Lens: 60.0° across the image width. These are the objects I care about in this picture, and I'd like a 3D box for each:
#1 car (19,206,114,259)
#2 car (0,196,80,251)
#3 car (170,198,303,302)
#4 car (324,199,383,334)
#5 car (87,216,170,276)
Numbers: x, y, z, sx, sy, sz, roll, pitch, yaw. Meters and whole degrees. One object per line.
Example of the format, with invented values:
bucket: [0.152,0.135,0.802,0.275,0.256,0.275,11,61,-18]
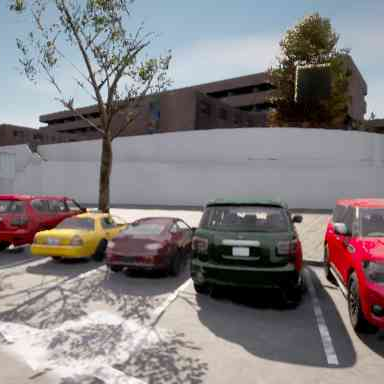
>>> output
car: [-3.322,1.438,12.005,1.946,1.575,5.366,0,-1,15]
car: [-5.821,1.189,13.579,2.435,2.045,5.566,0,-1,15]
car: [1.555,1.185,8.398,2.435,2.045,5.566,0,-1,15]
car: [4.004,1.183,6.601,2.435,2.045,5.566,1,-1,15]
car: [-0.914,1.477,10.095,2.002,1.452,4.674,0,-1,15]
